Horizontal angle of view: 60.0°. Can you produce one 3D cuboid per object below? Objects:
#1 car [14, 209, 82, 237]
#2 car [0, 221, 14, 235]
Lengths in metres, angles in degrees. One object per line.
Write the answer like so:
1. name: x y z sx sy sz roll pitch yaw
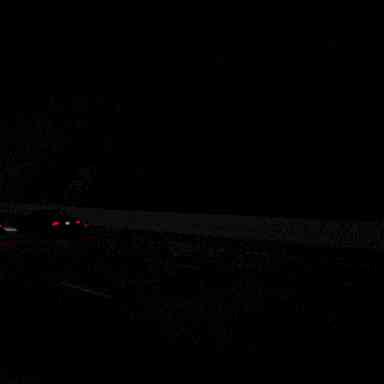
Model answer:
1. car: -8.386 1.686 19.136 5.357 1.411 2.033 0 -1 42
2. car: -11.305 1.651 16.965 5.357 1.411 2.033 0 -1 43
